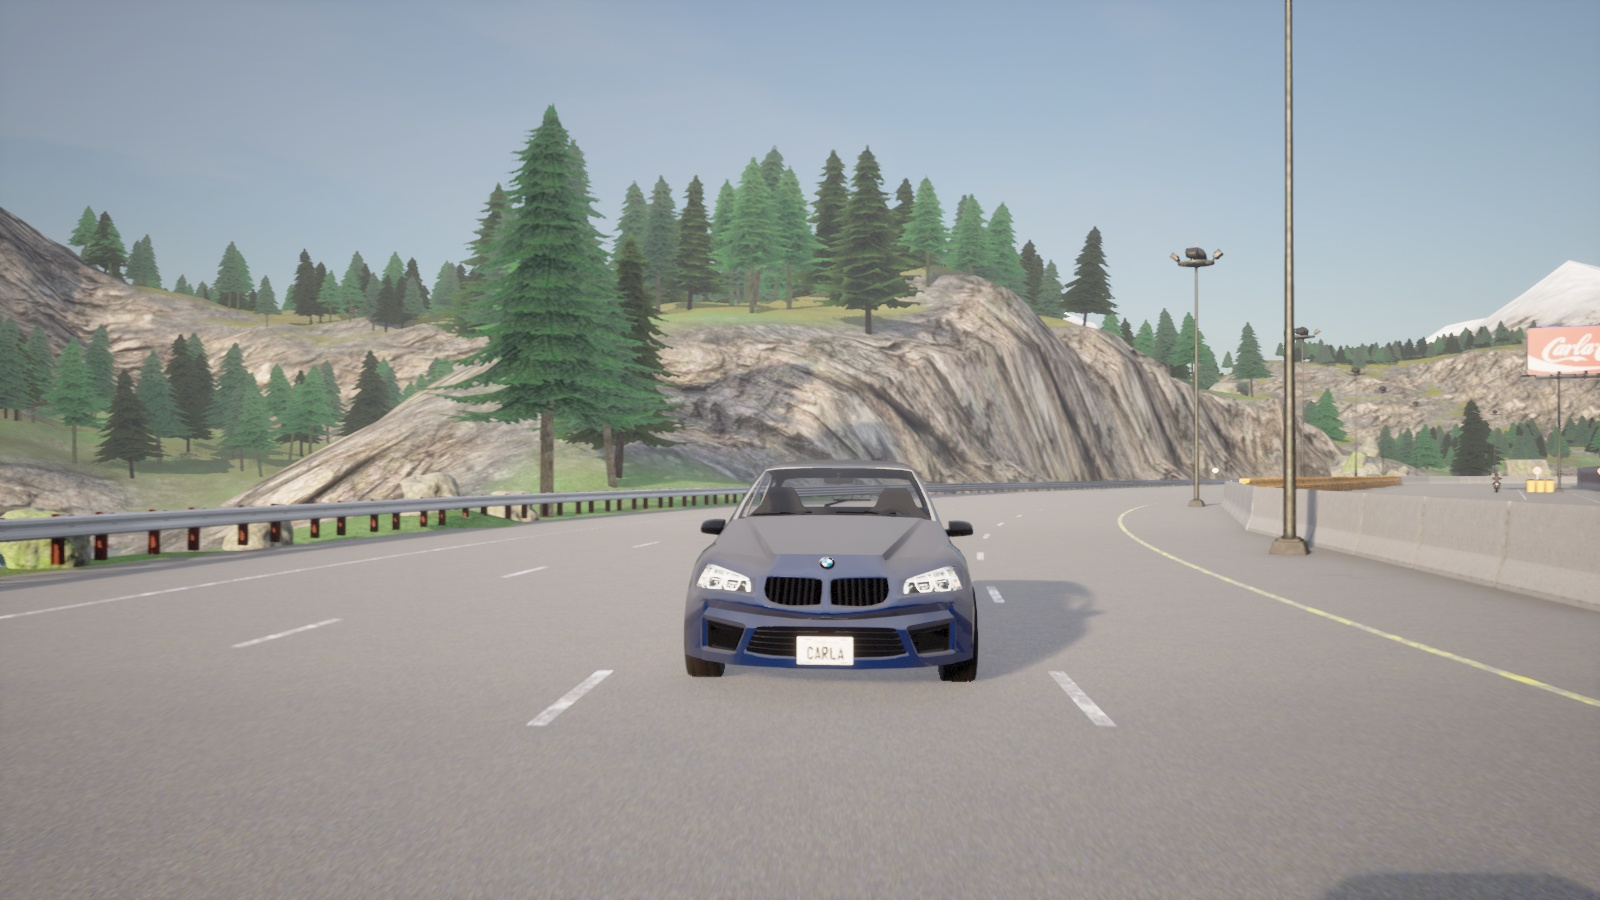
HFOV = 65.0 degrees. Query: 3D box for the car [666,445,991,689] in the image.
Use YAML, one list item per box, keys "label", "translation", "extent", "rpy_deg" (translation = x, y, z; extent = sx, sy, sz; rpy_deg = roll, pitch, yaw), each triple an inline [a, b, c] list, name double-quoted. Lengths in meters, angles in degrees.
- label: "car"
  translation: [0.350, 0.841, 10.963]
  extent: [2.242, 1.667, 4.611]
  rpy_deg: [0, -1, 4]
